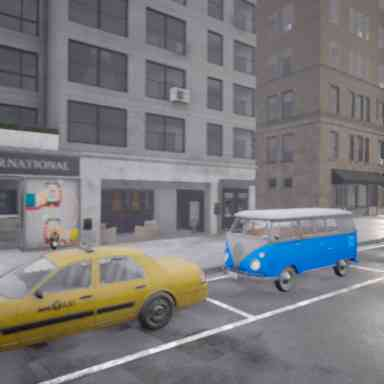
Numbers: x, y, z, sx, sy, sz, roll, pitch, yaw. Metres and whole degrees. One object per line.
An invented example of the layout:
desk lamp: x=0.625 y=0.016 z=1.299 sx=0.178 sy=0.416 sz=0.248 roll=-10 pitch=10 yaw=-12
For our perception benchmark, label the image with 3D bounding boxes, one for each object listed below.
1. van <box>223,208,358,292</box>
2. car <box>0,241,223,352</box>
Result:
van: x=2.637 y=1.332 z=8.635 sx=3.998 sy=1.788 sz=1.690 roll=0 pitch=1 yaw=-36
car: x=-1.965 y=1.523 z=5.352 sx=4.829 sy=1.417 sz=1.752 roll=0 pitch=1 yaw=-36
